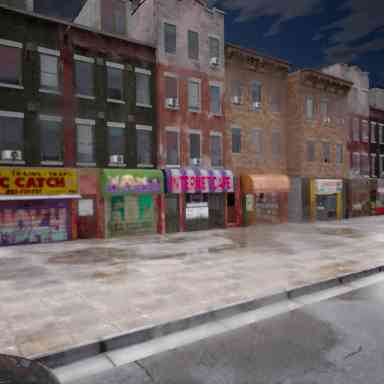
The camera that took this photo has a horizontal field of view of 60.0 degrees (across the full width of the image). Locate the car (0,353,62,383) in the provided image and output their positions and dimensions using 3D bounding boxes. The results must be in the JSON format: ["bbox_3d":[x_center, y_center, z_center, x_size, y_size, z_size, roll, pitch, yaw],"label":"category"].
[{"bbox_3d":[-2.872,1.506,1.108,4.892,1.490,1.837,0,0,-35],"label":"car"}]
